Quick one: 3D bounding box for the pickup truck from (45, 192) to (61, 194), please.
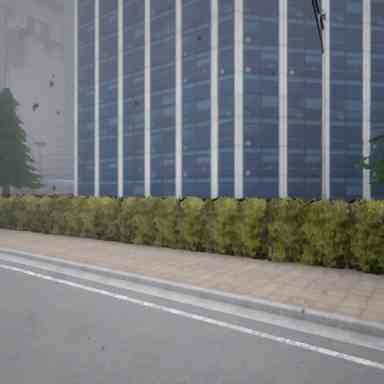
[{"bbox_3d":[-29.255,1.058,71.572,6.274,2.098,2.390,0,0,-24],"label":"pickup truck"}]
